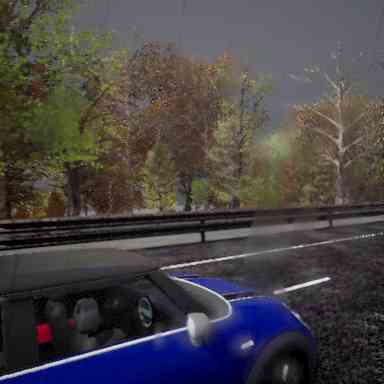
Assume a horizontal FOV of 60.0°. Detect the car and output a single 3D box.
[{"bbox_3d":[-0.869,1.350,3.140,4.553,1.767,2.097,0,0,-36],"label":"car"}]
